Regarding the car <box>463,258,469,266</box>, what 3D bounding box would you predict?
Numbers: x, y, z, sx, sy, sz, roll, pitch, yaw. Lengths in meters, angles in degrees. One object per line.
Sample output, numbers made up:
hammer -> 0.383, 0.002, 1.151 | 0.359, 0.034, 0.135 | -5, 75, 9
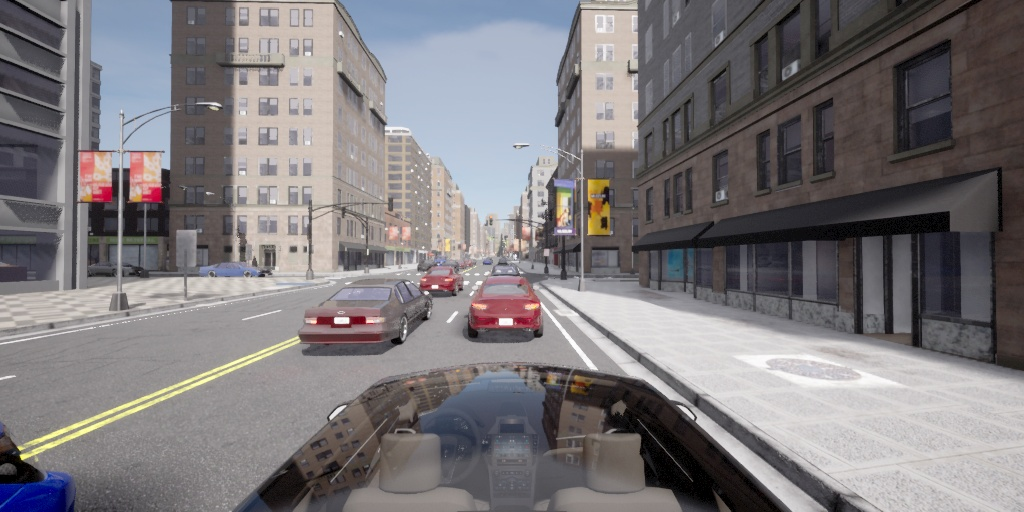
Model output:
car -> -8.024, 1.249, 54.741 | 1.812, 1.442, 4.674 | 0, 0, -1

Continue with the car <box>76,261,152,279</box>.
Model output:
car -> -33.633, 1.170, 30.416 | 4.181, 1.385, 1.994 | 0, -1, -2

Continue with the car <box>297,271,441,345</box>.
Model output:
car -> -3.409, 1.298, 9.469 | 2.033, 1.411, 5.357 | 0, 0, -2

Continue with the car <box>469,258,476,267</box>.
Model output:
car -> -8.246, 1.066, 64.618 | 2.097, 1.767, 4.553 | 0, 0, -1

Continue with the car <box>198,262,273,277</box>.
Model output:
car -> -23.667, 1.196, 30.735 | 5.357, 1.411, 2.033 | 0, -1, 1

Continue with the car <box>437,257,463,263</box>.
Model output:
car -> -7.785, 1.209, 45.538 | 1.882, 1.535, 5.008 | 0, 0, -2

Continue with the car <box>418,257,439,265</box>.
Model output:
car -> -11.082, 1.208, 47.241 | 1.882, 1.535, 5.008 | 0, 0, -1

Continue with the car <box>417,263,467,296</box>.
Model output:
car -> -3.660, 1.275, 19.057 | 1.812, 1.442, 4.674 | 0, 0, -1

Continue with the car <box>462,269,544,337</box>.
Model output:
car -> -0.179, 1.277, 10.150 | 1.812, 1.442, 4.674 | 0, 0, -1

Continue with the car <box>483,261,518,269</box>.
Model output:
car -> -0.405, 1.240, 19.234 | 2.128, 1.511, 4.902 | 0, 0, -3
